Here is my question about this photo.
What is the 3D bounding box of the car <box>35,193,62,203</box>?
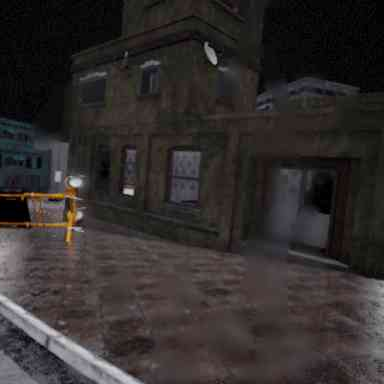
[{"bbox_3d":[-22.071,0.914,51.177,2.128,1.511,4.902,6,0,14],"label":"car"}]

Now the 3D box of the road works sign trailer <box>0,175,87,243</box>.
[{"bbox_3d":[-6.282,0.888,13.566,3.560,2.380,2.880,3,44,-14],"label":"road works sign trailer"}]
